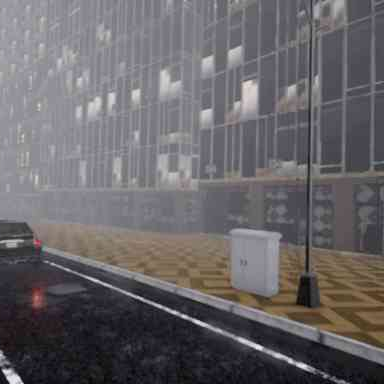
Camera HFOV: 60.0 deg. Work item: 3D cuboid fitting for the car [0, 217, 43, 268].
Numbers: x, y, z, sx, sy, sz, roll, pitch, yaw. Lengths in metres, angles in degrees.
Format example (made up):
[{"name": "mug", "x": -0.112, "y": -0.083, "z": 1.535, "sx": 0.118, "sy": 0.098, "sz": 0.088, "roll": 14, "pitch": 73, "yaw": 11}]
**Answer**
[{"name": "car", "x": -7.222, "y": 1.773, "z": 12.275, "sx": 2.097, "sy": 1.767, "sz": 4.553, "roll": 3, "pitch": -3, "yaw": -42}]
